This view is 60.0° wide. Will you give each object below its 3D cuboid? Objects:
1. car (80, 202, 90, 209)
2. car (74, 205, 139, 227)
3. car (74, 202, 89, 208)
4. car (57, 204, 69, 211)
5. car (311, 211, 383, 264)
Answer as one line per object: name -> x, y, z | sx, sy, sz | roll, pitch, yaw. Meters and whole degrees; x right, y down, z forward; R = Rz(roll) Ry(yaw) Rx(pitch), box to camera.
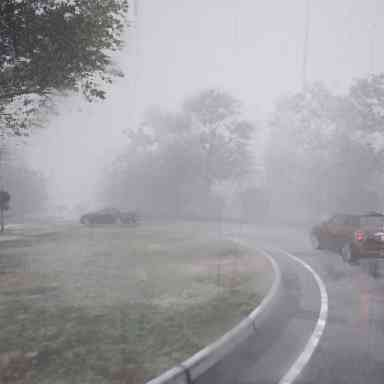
car -> -24.937, 3.088, 77.548 | 2.033, 1.411, 5.357 | 0, -1, -15
car -> -6.988, 2.077, 28.068 | 5.008, 1.535, 1.882 | -1, -1, 17
car -> -20.906, 2.871, 62.299 | 1.882, 1.535, 5.008 | 0, -1, -15
car -> -25.503, 3.042, 65.995 | 1.812, 1.442, 4.674 | 0, -1, -15
car -> 6.173, 1.503, 12.613 | 2.097, 1.767, 4.553 | -1, -1, 1
